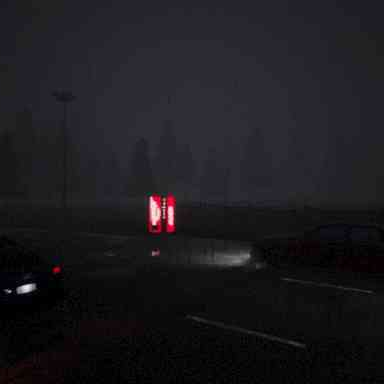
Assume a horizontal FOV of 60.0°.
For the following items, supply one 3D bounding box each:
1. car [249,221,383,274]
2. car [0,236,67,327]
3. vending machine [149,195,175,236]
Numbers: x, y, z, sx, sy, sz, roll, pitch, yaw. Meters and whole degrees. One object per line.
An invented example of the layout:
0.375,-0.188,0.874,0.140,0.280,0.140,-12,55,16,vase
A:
4.422,1.547,9.498,5.357,1.411,2.033,0,0,32,car
-4.451,1.564,6.528,4.181,1.385,1.994,0,0,31,car
-1.595,1.195,17.765,0.880,2.100,1.100,0,0,29,vending machine
